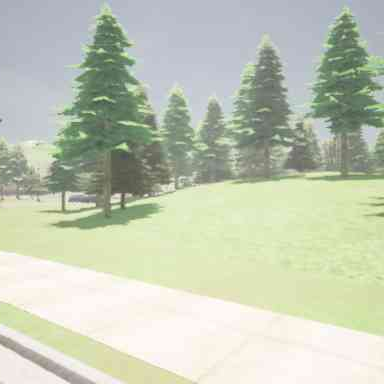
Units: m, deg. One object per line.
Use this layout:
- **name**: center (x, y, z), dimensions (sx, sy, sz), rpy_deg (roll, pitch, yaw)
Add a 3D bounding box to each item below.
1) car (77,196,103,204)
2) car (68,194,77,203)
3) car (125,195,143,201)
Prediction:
- **car**: center (-18.213, 1.412, 61.754), dimensions (1.837, 1.490, 4.892), rpy_deg (0, 0, 36)
- **car**: center (-22.678, 1.226, 67.508), dimensions (2.097, 1.767, 4.553), rpy_deg (0, 0, 36)
- **car**: center (-14.554, 1.394, 78.638), dimensions (1.812, 1.442, 4.674), rpy_deg (0, 0, 36)
